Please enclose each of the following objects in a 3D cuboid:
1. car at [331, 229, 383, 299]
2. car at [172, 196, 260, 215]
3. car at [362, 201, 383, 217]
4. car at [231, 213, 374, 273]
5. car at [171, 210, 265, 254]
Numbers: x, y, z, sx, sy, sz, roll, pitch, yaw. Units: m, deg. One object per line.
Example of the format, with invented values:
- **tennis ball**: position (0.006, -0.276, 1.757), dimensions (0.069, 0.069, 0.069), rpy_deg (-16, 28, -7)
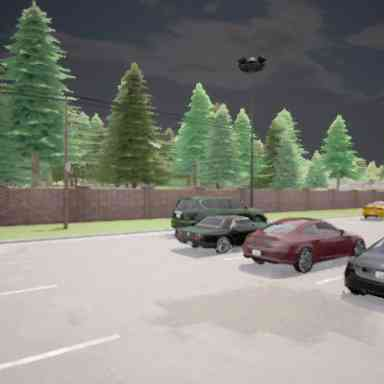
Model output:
- **car**: position (5.328, 1.581, 7.541), dimensions (4.181, 1.385, 1.994), rpy_deg (0, 0, -35)
- **car**: position (1.524, 1.245, 17.723), dimensions (5.566, 2.045, 2.150), rpy_deg (0, 0, -35)
- **car**: position (16.550, 1.537, 28.430), dimensions (5.008, 1.535, 1.882), rpy_deg (0, 0, -35)
- **car**: position (3.679, 1.544, 10.681), dimensions (4.674, 1.442, 1.812), rpy_deg (0, 0, -36)
- **car**: position (1.728, 1.619, 13.570), dimensions (4.718, 1.301, 1.895), rpy_deg (0, 0, -35)
